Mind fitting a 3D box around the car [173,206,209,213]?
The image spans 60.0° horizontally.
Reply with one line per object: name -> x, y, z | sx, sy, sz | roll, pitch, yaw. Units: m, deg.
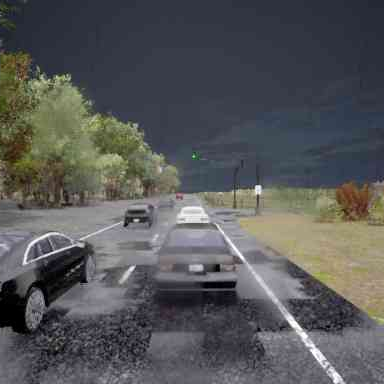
car -> 0.038, 1.538, 19.294 | 1.812, 1.442, 4.674 | 0, 0, 0

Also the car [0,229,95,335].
car -> -3.414, 1.496, 6.715 | 2.128, 1.511, 4.902 | 0, 0, 0

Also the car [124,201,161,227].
car -> -3.456, 1.519, 23.041 | 1.837, 1.490, 4.892 | 0, 0, 0

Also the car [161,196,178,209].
car -> -3.515, 1.573, 46.413 | 2.033, 1.411, 5.357 | 0, 0, 0

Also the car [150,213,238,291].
car -> 0.078, 1.554, 9.119 | 2.033, 1.411, 5.357 | 0, 0, 0
